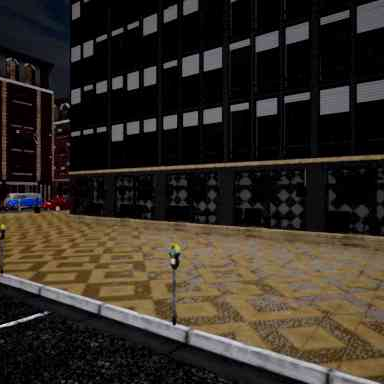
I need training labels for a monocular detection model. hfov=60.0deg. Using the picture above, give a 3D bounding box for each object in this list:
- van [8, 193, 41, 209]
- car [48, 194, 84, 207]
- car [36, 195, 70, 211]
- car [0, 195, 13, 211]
[{"bbox_3d":[-19.972,1.049,39.566,1.690,1.788,3.998,1,1,35],"label":"van"},{"bbox_3d":[-16.737,1.079,44.207,1.967,1.590,4.097,1,1,35],"label":"car"},{"bbox_3d":[-13.495,1.268,35.083,1.887,1.381,4.507,1,1,35],"label":"car"},{"bbox_3d":[-21.063,1.345,33.713,1.994,1.385,4.181,0,1,35],"label":"car"}]
